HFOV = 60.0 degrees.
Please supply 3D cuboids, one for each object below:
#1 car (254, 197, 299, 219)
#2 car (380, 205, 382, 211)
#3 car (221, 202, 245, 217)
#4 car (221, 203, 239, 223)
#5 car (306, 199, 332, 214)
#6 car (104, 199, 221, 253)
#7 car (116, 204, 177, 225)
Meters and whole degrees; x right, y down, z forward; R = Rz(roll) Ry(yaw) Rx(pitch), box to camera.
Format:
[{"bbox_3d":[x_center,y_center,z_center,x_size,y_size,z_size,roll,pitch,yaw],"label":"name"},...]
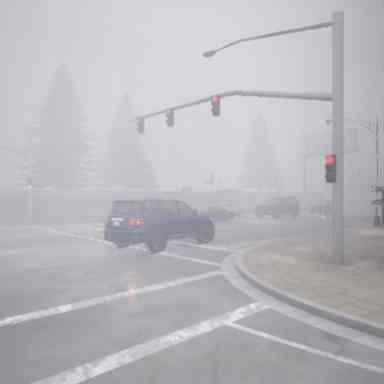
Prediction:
[{"bbox_3d":[8.523,1.482,33.024,5.566,2.045,2.150,0,0,-43],"label":"car"},{"bbox_3d":[27.200,1.900,45.353,4.892,1.490,1.837,1,0,-43],"label":"car"},{"bbox_3d":[3.215,1.717,32.866,5.008,1.535,1.882,0,0,-43],"label":"car"},{"bbox_3d":[1.308,1.799,26.308,4.718,1.301,1.895,0,0,-43],"label":"car"},{"bbox_3d":[16.087,1.851,40.046,4.674,1.442,1.812,0,0,-43],"label":"car"},{"bbox_3d":[-1.203,1.332,14.501,2.150,2.045,5.566,-2,-3,36],"label":"car"},{"bbox_3d":[-3.537,1.706,26.555,4.674,1.442,1.812,0,0,-43],"label":"car"}]
